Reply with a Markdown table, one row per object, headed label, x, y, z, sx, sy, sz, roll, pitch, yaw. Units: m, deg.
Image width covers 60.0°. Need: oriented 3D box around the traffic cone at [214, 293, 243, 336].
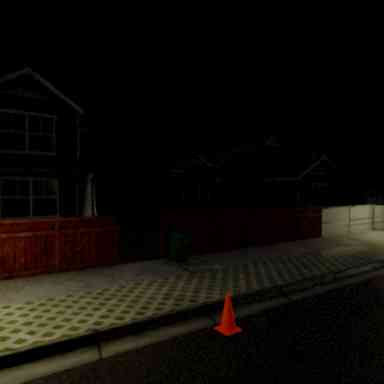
| label | x | y | z | sx | sy | sz | roll | pitch | yaw |
| --- | --- | --- | --- | --- | --- | --- | --- | --- | --- |
| traffic cone | 0.590 | 1.949 | 5.409 | 0.340 | 0.580 | 0.340 | 0 | 0 | -35 |
